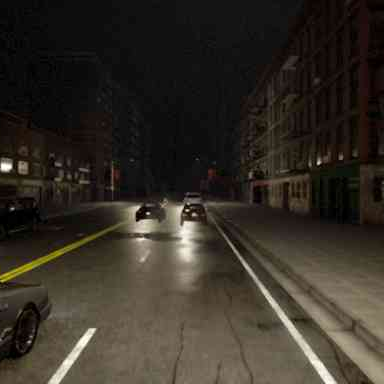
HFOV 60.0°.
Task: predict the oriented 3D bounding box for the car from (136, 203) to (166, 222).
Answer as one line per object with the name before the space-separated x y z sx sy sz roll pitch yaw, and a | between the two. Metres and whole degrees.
car | -3.124 1.513 25.787 1.994 1.385 4.181 0 0 0

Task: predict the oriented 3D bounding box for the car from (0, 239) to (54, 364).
car | -3.149 1.541 2.890 2.033 1.411 5.357 0 0 0

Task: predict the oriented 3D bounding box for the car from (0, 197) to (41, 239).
car | -9.734 1.277 16.841 2.150 2.045 5.566 0 0 0

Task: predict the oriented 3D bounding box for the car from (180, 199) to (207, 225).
car | 0.124 1.500 23.616 2.033 1.411 5.357 0 0 0

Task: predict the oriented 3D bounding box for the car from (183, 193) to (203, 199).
car | 0.136 1.148 40.869 2.150 2.045 5.566 0 0 0
